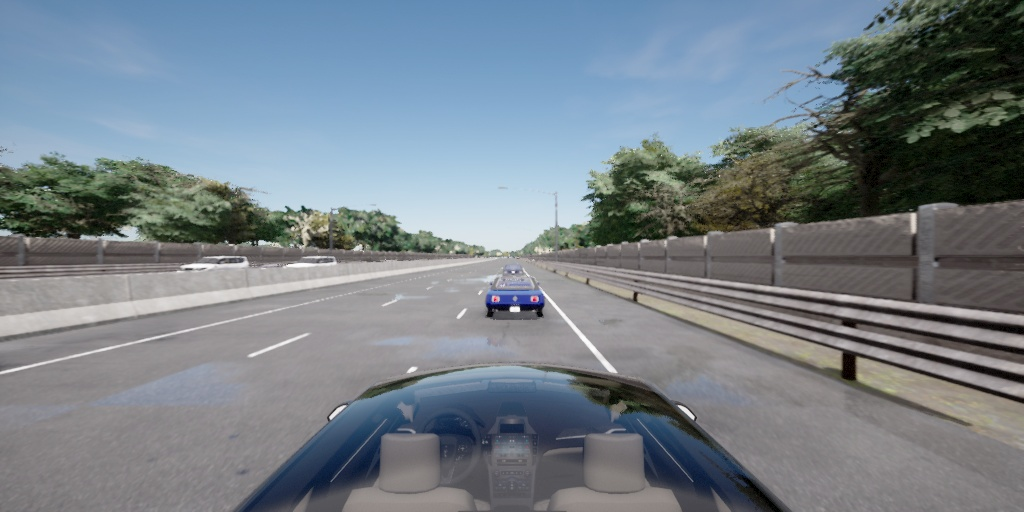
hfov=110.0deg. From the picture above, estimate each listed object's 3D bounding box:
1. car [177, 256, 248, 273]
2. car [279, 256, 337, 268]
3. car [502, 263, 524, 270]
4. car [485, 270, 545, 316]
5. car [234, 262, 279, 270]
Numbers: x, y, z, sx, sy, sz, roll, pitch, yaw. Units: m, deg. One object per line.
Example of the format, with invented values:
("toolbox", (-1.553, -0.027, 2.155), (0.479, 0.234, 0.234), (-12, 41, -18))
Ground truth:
("car", (-24.536, 1.021, 29.880), (2.150, 2.045, 5.566), (0, 0, 0))
("car", (-17.520, 1.030, 31.708), (2.150, 2.045, 5.566), (0, -1, 0))
("car", (0.093, 1.352, 31.484), (2.033, 1.411, 5.357), (0, 0, 0))
("car", (0.099, 1.369, 13.344), (1.895, 1.301, 4.718), (0, 0, 0))
("car", (-21.026, 1.403, 30.983), (1.895, 1.301, 4.718), (0, 0, 0))
